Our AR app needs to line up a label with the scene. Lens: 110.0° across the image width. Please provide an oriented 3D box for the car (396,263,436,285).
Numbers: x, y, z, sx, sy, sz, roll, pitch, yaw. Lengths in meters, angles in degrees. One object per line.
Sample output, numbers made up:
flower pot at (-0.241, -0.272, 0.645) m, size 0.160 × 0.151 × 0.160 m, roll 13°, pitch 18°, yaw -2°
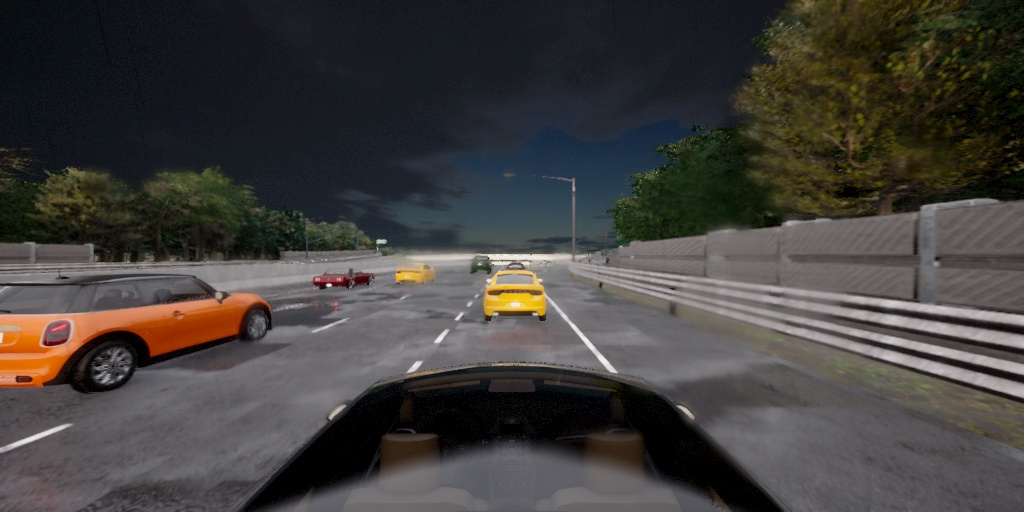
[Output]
car at (-6.893, 1.251, 26.141) m, size 1.882 × 1.535 × 5.008 m, roll 0°, pitch 0°, yaw 0°

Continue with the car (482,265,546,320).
car at (0.103, 1.238, 12.726) m, size 1.882 × 1.535 × 5.008 m, roll 0°, pitch 0°, yaw 0°

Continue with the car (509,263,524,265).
car at (0.372, 1.301, 31.025) m, size 1.812 × 1.442 × 4.674 m, roll 0°, pitch 0°, yaw 3°

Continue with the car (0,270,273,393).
car at (-6.898, 1.106, 6.885) m, size 2.097 × 1.767 × 4.553 m, roll 0°, pitch 0°, yaw 0°

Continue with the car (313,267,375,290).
car at (-10.394, 1.370, 22.605) m, size 1.895 × 1.301 × 4.718 m, roll 0°, pitch 0°, yaw 0°

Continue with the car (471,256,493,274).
car at (-3.489, 1.012, 42.184) m, size 2.150 × 2.045 × 5.566 m, roll 0°, pitch 0°, yaw 0°
